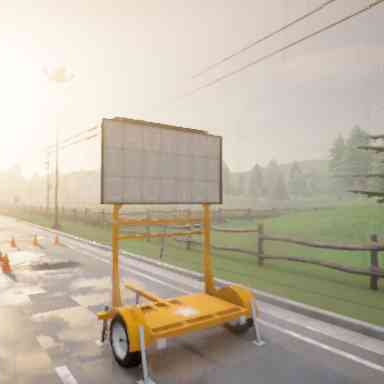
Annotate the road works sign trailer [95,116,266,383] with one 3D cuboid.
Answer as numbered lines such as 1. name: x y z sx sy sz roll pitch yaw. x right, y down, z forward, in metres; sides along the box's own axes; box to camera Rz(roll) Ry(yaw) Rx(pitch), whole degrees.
1. road works sign trailer: -0.544 0.621 5.819 2.380 3.560 2.880 1 -2 -36

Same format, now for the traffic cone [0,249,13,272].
1. traffic cone: -5.881 2.209 10.556 0.340 0.580 0.340 1 -2 -36

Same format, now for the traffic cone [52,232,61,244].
1. traffic cone: -6.995 2.377 17.169 0.340 0.580 0.340 1 -2 -36

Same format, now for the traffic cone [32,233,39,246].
1. traffic cone: -7.803 2.357 16.579 0.340 0.580 0.340 1 -2 -36

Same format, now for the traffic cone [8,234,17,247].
1. traffic cone: -8.611 2.338 15.990 0.340 0.580 0.340 1 -2 -36
